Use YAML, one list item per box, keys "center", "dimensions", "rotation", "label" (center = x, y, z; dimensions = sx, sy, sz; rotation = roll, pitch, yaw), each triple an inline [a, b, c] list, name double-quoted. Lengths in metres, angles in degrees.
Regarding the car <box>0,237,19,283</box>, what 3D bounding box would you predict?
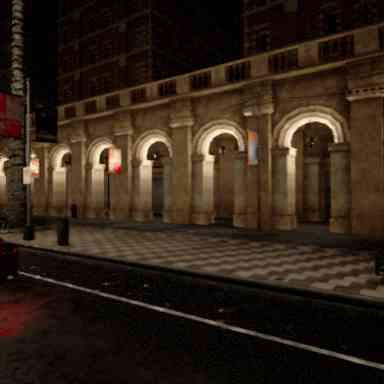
- center: [-6.464, 1.546, 8.615]
  dimensions: [5.008, 1.535, 1.882]
  rotation: [0, 0, 36]
  label: "car"
